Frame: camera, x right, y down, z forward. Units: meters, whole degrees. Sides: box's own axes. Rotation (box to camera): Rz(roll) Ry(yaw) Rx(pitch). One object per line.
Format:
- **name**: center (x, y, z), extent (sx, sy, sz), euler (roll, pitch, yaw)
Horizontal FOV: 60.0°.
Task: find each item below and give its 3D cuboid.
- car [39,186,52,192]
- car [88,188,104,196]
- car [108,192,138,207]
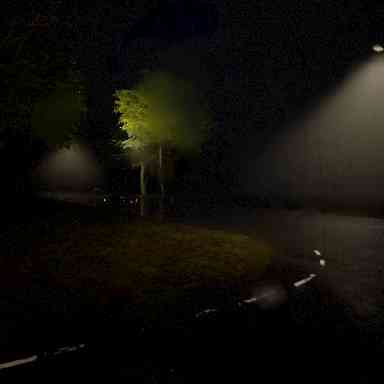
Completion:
- **car**: center (-38.666, -0.627, 86.790), extent (1.895, 1.301, 4.718), euler (-1, 2, -33)
- **car**: center (-18.604, -0.046, 64.550), extent (1.812, 1.442, 4.674), euler (-1, 2, -35)
- **car**: center (-7.800, 0.786, 37.250), extent (1.837, 1.490, 4.892), euler (-1, 2, -35)
